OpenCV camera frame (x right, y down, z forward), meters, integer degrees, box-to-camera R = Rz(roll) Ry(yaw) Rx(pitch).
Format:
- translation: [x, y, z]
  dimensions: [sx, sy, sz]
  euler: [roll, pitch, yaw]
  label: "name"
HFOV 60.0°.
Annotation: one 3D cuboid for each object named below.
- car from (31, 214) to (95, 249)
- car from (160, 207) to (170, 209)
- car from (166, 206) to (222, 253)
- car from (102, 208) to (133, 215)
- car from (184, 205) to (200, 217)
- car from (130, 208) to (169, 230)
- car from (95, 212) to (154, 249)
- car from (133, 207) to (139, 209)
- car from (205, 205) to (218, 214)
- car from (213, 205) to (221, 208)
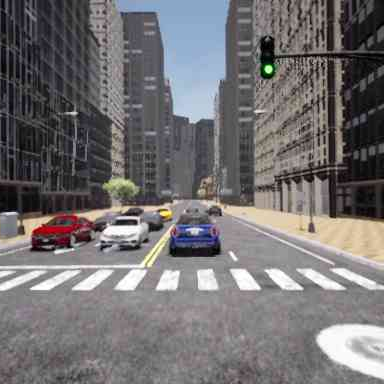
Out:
- translation: [-6.576, 1.972, 17.464]
  dimensions: [1.882, 1.535, 5.008]
  euler: [-1, -1, 0]
  label: "car"
- translation: [-3.209, 2.448, 37.117]
  dimensions: [1.882, 1.535, 5.008]
  euler: [-1, -1, 0]
  label: "car"
- translation: [0.112, 1.736, 15.644]
  dimensions: [2.097, 1.767, 4.553]
  euler: [-1, -1, 0]
  label: "car"
- translation: [-6.547, 2.299, 27.386]
  dimensions: [2.033, 1.411, 5.357]
  euler: [-1, -1, 0]
  label: "car"
- translation: [0.055, 2.691, 47.228]
  dimensions: [2.128, 1.511, 4.902]
  euler: [-1, -1, 0]
  label: "car"
- translation: [-3.298, 2.256, 26.902]
  dimensions: [2.033, 1.411, 5.357]
  euler: [-1, -1, 0]
  label: "car"
- translation: [-3.326, 1.983, 17.215]
  dimensions: [1.812, 1.442, 4.674]
  euler: [-1, -1, 0]
  label: "car"
- translation: [-6.458, 2.495, 37.754]
  dimensions: [1.882, 1.535, 5.008]
  euler: [-1, -1, 0]
  label: "car"
- translation: [3.321, 3.041, 57.882]
  dimensions: [1.895, 1.301, 4.718]
  euler: [-1, -1, 0]
  label: "car"
- translation: [3.306, 2.690, 47.865]
  dimensions: [1.837, 1.490, 4.892]
  euler: [-1, -1, 0]
  label: "car"
